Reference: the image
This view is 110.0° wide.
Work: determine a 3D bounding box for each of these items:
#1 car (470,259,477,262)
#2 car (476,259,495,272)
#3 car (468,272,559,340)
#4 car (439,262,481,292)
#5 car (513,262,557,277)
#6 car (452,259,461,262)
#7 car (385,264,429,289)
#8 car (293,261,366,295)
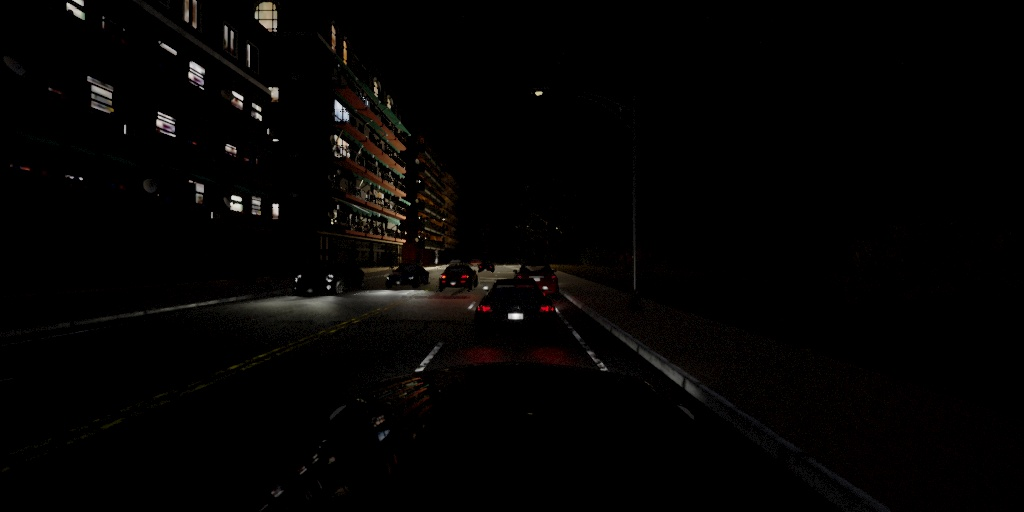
[{"bbox_3d":[-6.529,1.272,64.871,1.812,1.442,4.674,0,0,1],"label":"car"},{"bbox_3d":[-3.137,1.350,44.886,1.895,1.301,4.718,0,0,0],"label":"car"},{"bbox_3d":[0.096,1.315,10.000,1.994,1.385,4.181,0,0,0],"label":"car"},{"bbox_3d":[-3.145,1.277,21.452,1.812,1.442,4.674,0,0,0],"label":"car"},{"bbox_3d":[1.141,1.102,18.580,2.097,1.767,4.553,0,0,0],"label":"car"},{"bbox_3d":[-9.796,1.294,61.958,2.033,1.411,5.357,0,0,0],"label":"car"},{"bbox_3d":[-6.594,1.277,23.105,1.812,1.442,4.674,0,0,0],"label":"car"},{"bbox_3d":[-9.846,1.103,19.713,2.097,1.767,4.553,0,0,0],"label":"car"}]
